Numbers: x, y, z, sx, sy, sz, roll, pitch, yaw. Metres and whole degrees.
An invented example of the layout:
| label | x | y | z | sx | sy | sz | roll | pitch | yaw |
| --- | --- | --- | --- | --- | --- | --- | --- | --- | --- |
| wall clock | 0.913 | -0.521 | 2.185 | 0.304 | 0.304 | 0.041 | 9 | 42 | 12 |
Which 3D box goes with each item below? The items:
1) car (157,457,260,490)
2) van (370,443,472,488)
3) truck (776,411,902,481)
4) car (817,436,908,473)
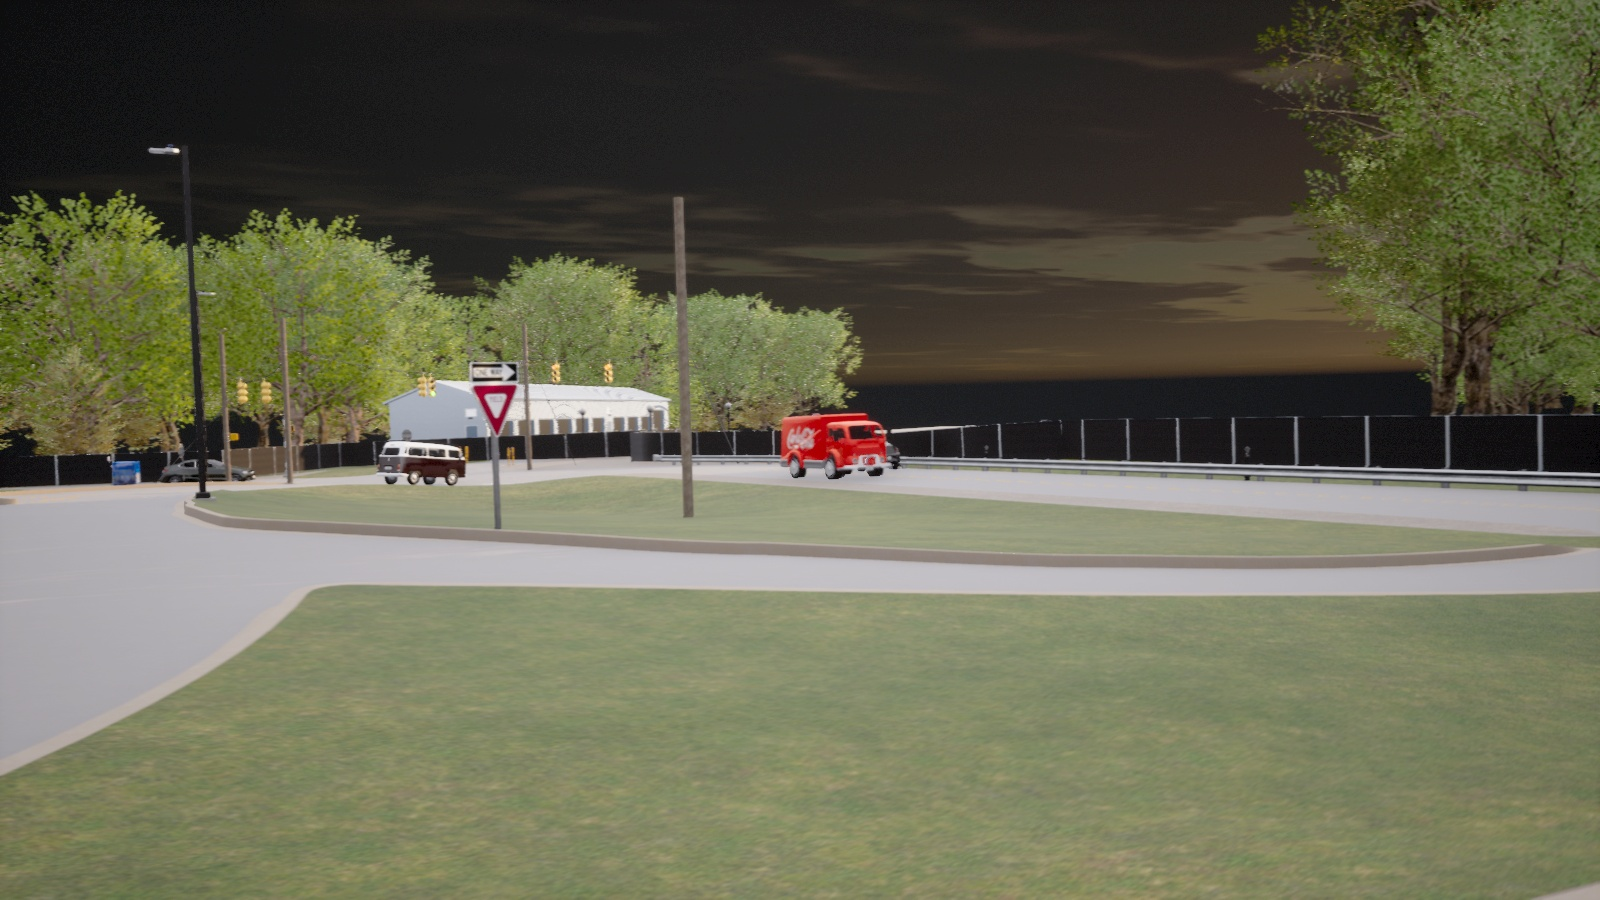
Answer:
| label | x | y | z | sx | sy | sz | roll | pitch | yaw |
| --- | --- | --- | --- | --- | --- | --- | --- | --- | --- |
| car | -34.607 | 1.355 | 73.579 | 5.027 | 1.651 | 2.152 | -2 | 3 | -9 |
| van | -18.276 | 0.773 | 60.755 | 2.069 | 2.038 | 4.480 | 0 | -2 | 30 |
| truck | 1.443 | -0.159 | 48.887 | 2.627 | 2.467 | 5.204 | -3 | 2 | -27 |
| car | 2.637 | 0.156 | 54.314 | 1.812 | 1.442 | 4.674 | -3 | 2 | -27 |
